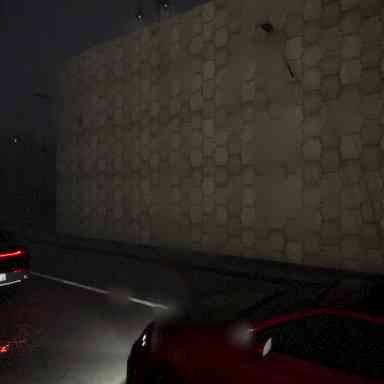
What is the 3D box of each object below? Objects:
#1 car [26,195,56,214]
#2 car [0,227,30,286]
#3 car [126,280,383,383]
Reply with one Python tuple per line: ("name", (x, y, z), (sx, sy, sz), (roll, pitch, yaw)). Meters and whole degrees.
("car", (-12.942, 1.061, 31.062), (2.128, 1.511, 4.902), (0, 5, 35))
("car", (-5.882, 1.505, 8.193), (4.892, 1.490, 1.837), (0, 0, 36))
("car", (1.365, 1.564, 3.018), (4.181, 1.385, 1.994), (0, 0, 36))
